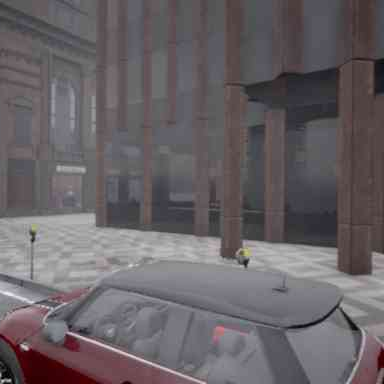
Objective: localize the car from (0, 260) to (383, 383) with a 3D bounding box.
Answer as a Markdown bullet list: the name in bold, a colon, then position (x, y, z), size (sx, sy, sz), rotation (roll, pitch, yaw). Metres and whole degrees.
- **car**: position (-0.349, 1.444, 3.317), size (4.097, 1.590, 1.967), rotation (0, 1, 36)
